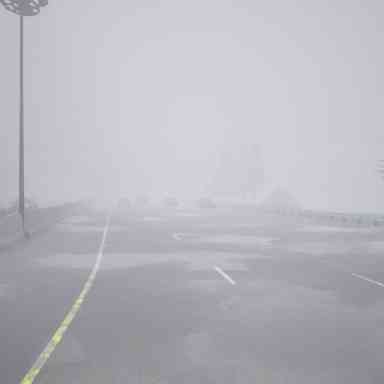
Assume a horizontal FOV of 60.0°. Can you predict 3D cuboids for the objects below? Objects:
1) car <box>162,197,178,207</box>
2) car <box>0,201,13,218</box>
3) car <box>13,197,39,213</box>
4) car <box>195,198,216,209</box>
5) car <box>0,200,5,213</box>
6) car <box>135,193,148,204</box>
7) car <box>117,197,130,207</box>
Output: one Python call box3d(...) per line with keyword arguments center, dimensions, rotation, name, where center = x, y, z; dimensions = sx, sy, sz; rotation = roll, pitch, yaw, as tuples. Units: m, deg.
box3d(center=(-3.413, 1.543, 51.455), dimensions=(2.033, 1.411, 5.357), rotation=(0, 0, -13), name="car")
box3d(center=(-15.292, 1.524, 24.825), dimensions=(1.812, 1.442, 4.674), rotation=(0, 0, -13), name="car")
box3d(center=(-17.622, 1.351, 34.818), dimensions=(2.097, 1.767, 4.553), rotation=(0, 0, -13), name="car")
box3d(center=(1.742, 1.544, 44.429), dimensions=(2.033, 1.411, 5.357), rotation=(0, 0, -12), name="car")
box3d(center=(-20.994, 1.545, 33.870), dimensions=(2.033, 1.411, 5.357), rotation=(0, 0, -13), name="car")
box3d(center=(-9.426, 1.214, 61.946), dimensions=(2.150, 2.045, 5.566), rotation=(0, 0, -13), name="car")
box3d(center=(-10.861, 1.543, 52.706), dimensions=(2.033, 1.411, 5.357), rotation=(0, 0, -13), name="car")
